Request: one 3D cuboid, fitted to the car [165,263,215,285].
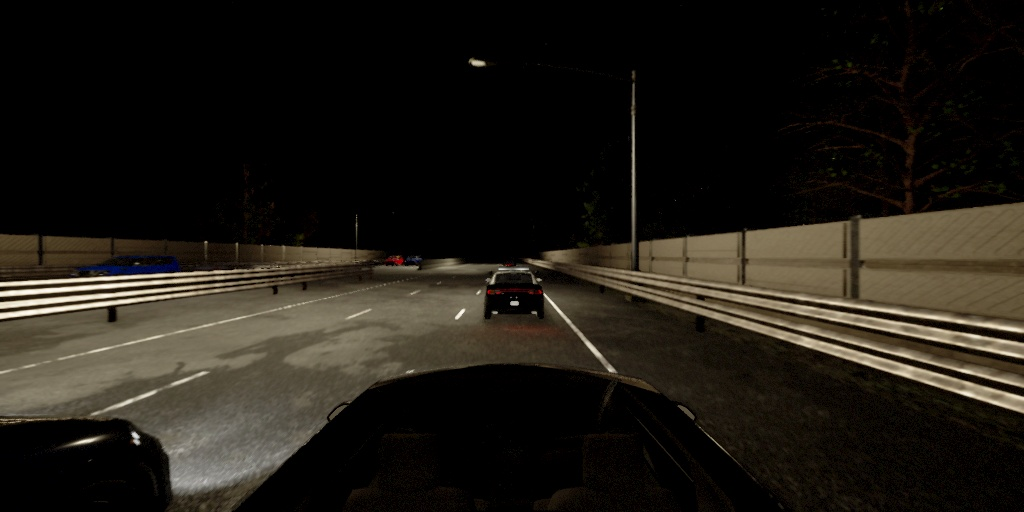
[{"bbox_3d":[-21.314,1.321,25.293,1.994,1.385,4.181,0,0,0],"label":"car"}]

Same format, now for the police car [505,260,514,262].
[{"bbox_3d":[-0.299,1.267,43.967,2.038,1.542,4.974,0,0,-1],"label":"police car"}]

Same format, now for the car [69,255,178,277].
[{"bbox_3d":[-24.823,0.979,23.441,2.150,2.045,5.566,0,0,1],"label":"car"}]

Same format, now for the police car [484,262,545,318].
[{"bbox_3d":[0.064,1.177,13.069,1.930,1.638,5.238,0,0,0],"label":"police car"}]

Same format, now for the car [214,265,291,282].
[{"bbox_3d":[-17.806,1.357,25.153,1.895,1.301,4.718,0,0,0],"label":"car"}]

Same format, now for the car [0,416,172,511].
[{"bbox_3d":[-3.406,1.314,0.774,1.994,1.385,4.181,0,0,0],"label":"car"}]
